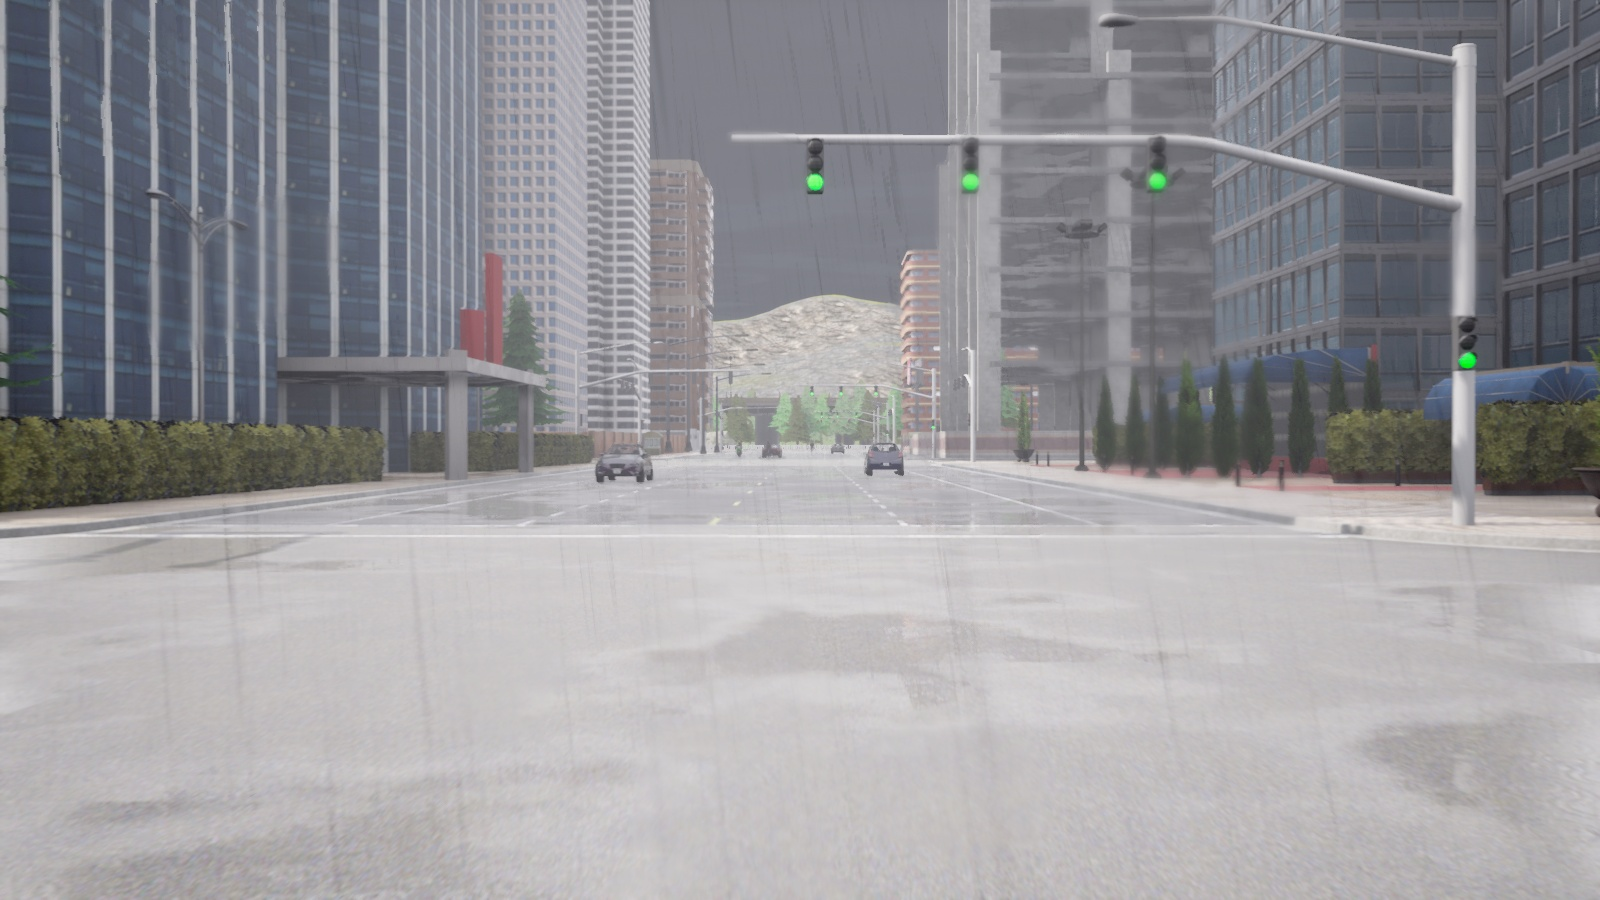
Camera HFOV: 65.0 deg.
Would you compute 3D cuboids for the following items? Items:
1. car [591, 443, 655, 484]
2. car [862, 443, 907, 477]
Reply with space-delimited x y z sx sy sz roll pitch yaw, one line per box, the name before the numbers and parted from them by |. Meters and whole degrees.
car | -6.711 0.484 48.019 1.816 1.474 4.193 0 0 0
car | 3.846 0.437 57.894 1.845 1.501 3.633 0 0 0
